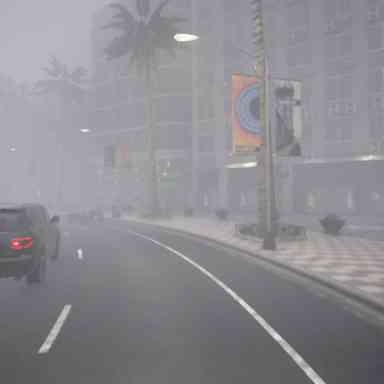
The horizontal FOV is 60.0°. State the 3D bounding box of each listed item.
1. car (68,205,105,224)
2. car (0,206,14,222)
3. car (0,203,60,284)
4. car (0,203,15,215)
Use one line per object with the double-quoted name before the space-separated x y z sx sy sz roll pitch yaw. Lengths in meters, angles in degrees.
"car" -8.621 1.781 26.990 1.812 1.442 4.674 0 0 -37
"car" -18.114 1.957 30.456 4.718 1.301 1.895 -1 -1 44
"car" -5.272 1.333 9.732 2.150 2.045 5.566 0 0 -15
"car" -24.170 2.042 41.052 4.181 1.385 1.994 -1 0 26
